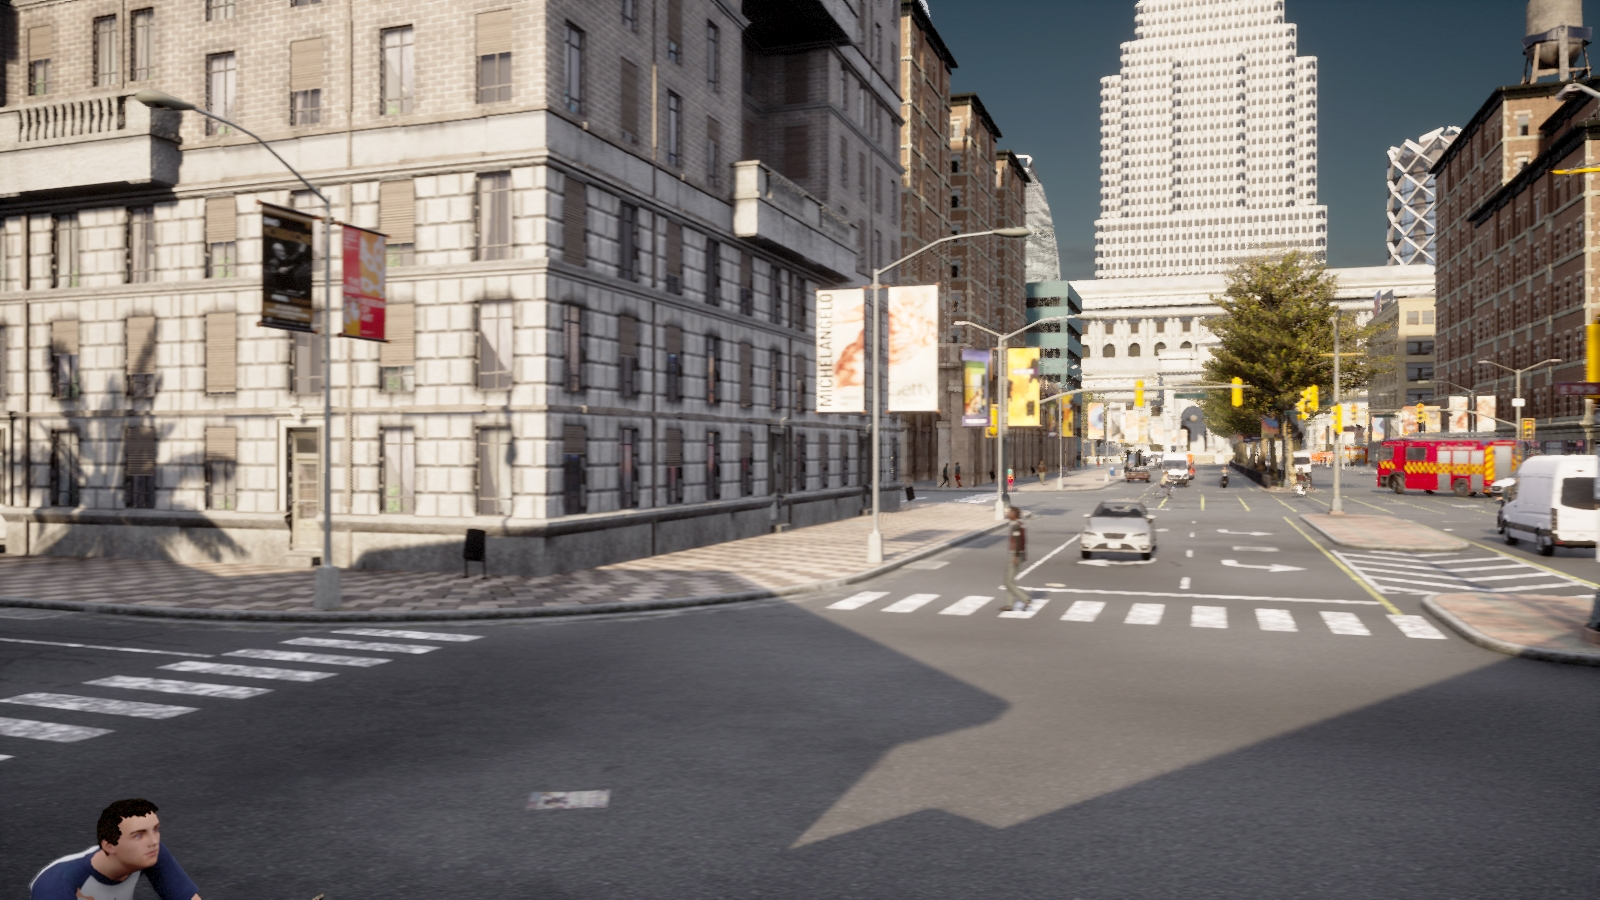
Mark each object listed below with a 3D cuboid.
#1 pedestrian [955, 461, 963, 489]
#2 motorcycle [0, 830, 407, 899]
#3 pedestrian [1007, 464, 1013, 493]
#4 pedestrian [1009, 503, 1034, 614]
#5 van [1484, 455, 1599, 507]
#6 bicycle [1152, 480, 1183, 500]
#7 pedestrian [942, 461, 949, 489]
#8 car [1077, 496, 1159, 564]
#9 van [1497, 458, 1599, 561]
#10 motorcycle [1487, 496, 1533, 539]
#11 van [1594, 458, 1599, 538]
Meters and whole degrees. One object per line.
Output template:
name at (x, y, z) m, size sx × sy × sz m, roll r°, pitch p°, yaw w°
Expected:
pedestrian at (10.846, 1.698, 77.954) m, size 0.375 × 1.860 × 0.375 m, roll 0°, pitch 0°, yaw 33°
motorcycle at (-2.550, 2.213, 4.206) m, size 2.033 × 1.145 × 0.803 m, roll 0°, pitch 0°, yaw 20°
pedestrian at (13.678, 1.849, 74.418) m, size 0.375 × 1.860 × 0.375 m, roll 0°, pitch 0°, yaw 15°
pedestrian at (3.800, 1.849, 19.611) m, size 0.375 × 1.860 × 0.375 m, roll 0°, pitch 0°, yaw 19°
van at (38.257, 1.535, 57.831) m, size 5.915 × 2.561 × 1.988 m, roll 0°, pitch 0°, yaw 6°
bicycle at (20.779, 2.257, 64.573) m, size 1.487 × 1.080 × 0.859 m, roll 0°, pitch 0°, yaw 3°
pedestrian at (9.930, 1.698, 77.779) m, size 0.375 × 1.860 × 0.375 m, roll 0°, pitch 0°, yaw 29°
car at (8.520, 2.066, 30.418) m, size 1.816 × 1.474 × 4.193 m, roll 0°, pitch 0°, yaw 20°
van at (21.161, 1.535, 31.668) m, size 1.988 × 2.561 × 5.915 m, roll 0°, pitch 0°, yaw 20°
motorcycle at (23.097, 2.171, 37.199) m, size 0.764 × 1.277 × 2.356 m, roll 0°, pitch 0°, yaw 19°
van at (25.700, 1.535, 33.954) m, size 1.988 × 2.561 × 5.915 m, roll 0°, pitch 0°, yaw 20°
